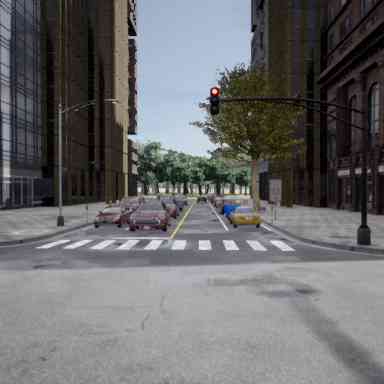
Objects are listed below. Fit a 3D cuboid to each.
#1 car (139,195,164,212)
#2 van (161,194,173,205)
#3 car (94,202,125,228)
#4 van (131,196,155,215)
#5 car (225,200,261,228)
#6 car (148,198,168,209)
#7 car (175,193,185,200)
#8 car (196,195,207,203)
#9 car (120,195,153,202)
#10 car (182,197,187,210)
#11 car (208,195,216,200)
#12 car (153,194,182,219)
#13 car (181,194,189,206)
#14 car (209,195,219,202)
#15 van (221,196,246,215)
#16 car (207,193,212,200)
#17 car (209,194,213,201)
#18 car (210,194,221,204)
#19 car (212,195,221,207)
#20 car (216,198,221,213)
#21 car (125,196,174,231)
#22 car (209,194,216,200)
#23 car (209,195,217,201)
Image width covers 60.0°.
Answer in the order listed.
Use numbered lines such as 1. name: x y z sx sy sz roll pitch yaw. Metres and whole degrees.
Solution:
1. car: -4.655 1.269 38.957 2.192 1.841 5.009 -1 0 2
2. van: -4.186 1.252 55.989 1.690 1.788 3.998 0 0 2
3. car: -5.122 1.565 21.923 1.802 1.307 4.206 -1 0 2
4. van: -4.812 1.306 33.279 1.690 1.788 3.998 -1 0 2
5. car: 3.404 1.508 21.867 1.752 1.417 4.829 -1 0 2
6. car: -4.497 1.491 44.635 2.008 1.369 4.403 -1 0 2
7. car: -3.248 1.128 90.053 2.192 1.841 5.009 0 0 2
8. car: 1.959 1.389 65.843 1.837 1.490 4.892 0 0 2
9. car: -4.969 1.290 27.601 2.192 1.841 5.009 -1 0 2
10. car: -1.973 1.554 39.104 1.895 1.301 4.718 0 0 2
11. car: 5.276 1.379 89.823 1.947 1.339 4.313 0 0 2
12. car: -2.255 1.324 28.988 2.097 1.767 4.553 0 0 2
13. car: -1.586 1.429 51.408 1.837 1.490 4.892 0 0 2
14. car: 4.807 1.415 72.791 2.008 1.369 4.403 0 0 2
15. van: 3.554 1.316 27.375 1.690 1.788 3.998 -1 0 2
16. car: 4.493 1.211 61.437 2.192 1.841 5.009 -1 0 2
17. car: 4.338 1.462 55.761 2.008 1.369 4.403 -1 0 2
18. car: 4.182 1.471 50.084 1.887 1.381 4.507 -1 0 2
19. car: 4.030 1.466 44.577 1.752 1.417 4.829 -1 0 2
20. car: 3.713 1.531 33.053 1.947 1.339 4.313 -1 0 2
21. car: -2.442 1.337 20.178 2.097 1.767 4.553 0 0 0
22. car: 5.124 1.355 84.315 1.752 1.417 4.829 0 0 2
23. car: 4.964 1.429 78.469 1.802 1.307 4.206 0 0 2
